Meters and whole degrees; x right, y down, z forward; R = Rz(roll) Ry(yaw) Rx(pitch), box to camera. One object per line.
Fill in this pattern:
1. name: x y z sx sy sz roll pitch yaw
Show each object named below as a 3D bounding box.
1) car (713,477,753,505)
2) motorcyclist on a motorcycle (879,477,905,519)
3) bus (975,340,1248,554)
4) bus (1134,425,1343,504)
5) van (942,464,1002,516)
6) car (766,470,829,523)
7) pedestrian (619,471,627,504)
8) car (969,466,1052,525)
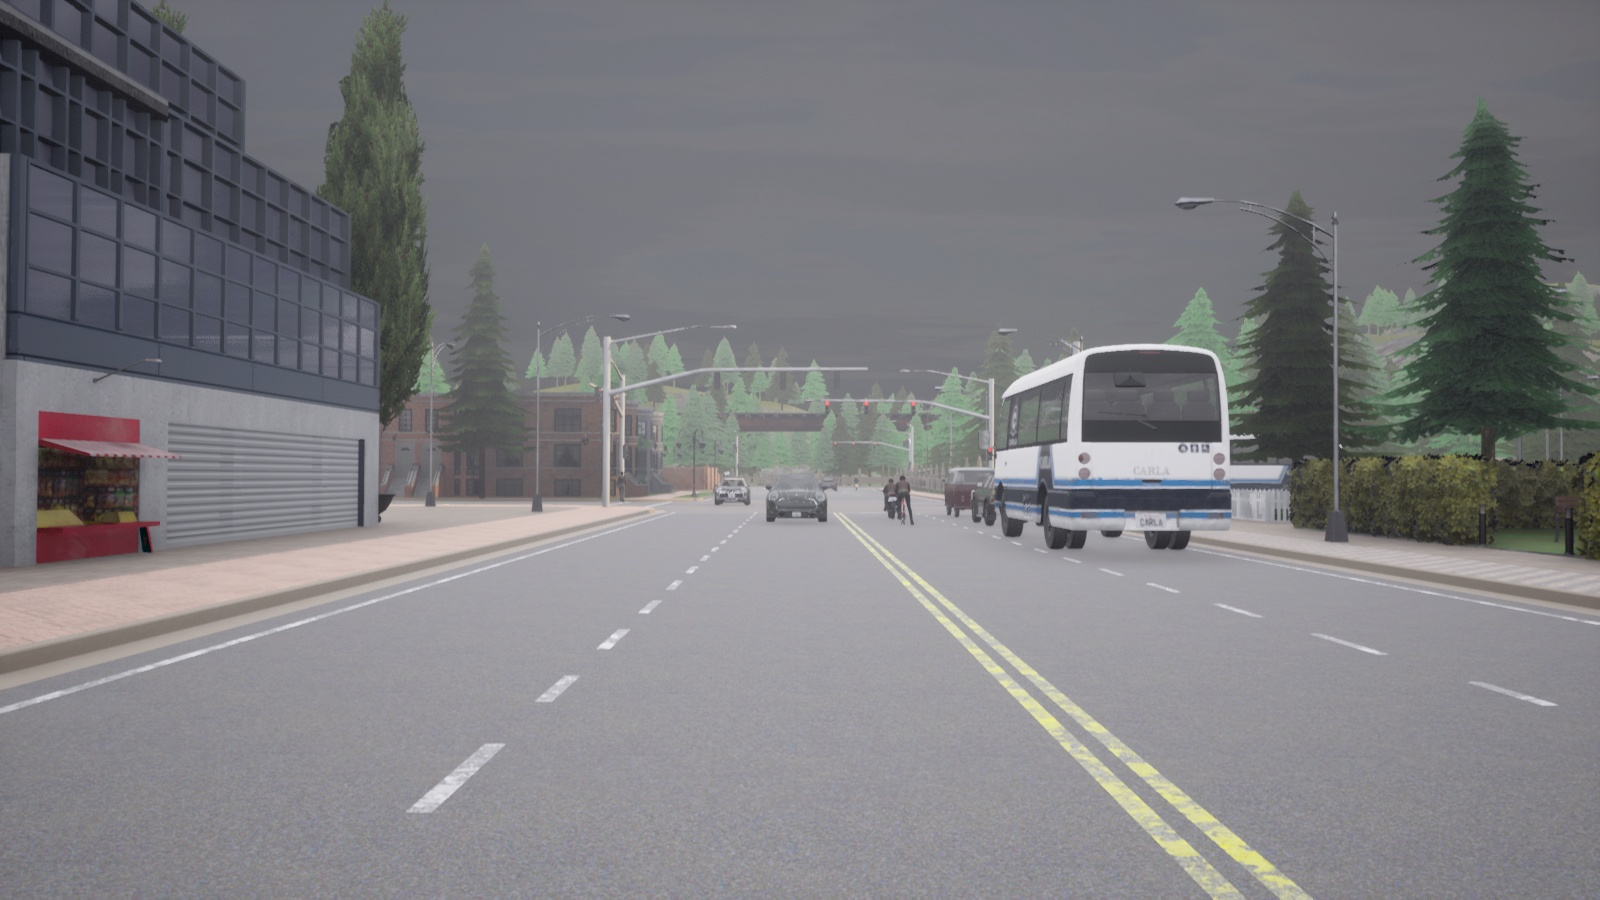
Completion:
1. car: -3.656 2.237 68.912 1.970 1.475 3.806 0 -1 0
2. motorcyclist on a motorcycle: 3.394 1.760 46.549 0.797 1.523 2.044 0 -1 0
3. bus: 6.926 0.046 30.183 3.944 4.253 10.273 0 -1 0
4. bus: 24.328 0.809 70.173 10.273 4.253 3.944 0 -1 0
5. van: 6.884 1.600 50.562 1.775 1.987 4.442 0 -1 0
6. car: -0.101 1.599 44.084 2.097 1.767 4.553 0 -1 0
7. pedestrian: -10.539 2.212 74.583 0.402 1.930 0.666 0 -1 -3
8. car: 6.905 1.478 41.670 1.932 1.855 4.605 0 -1 0
